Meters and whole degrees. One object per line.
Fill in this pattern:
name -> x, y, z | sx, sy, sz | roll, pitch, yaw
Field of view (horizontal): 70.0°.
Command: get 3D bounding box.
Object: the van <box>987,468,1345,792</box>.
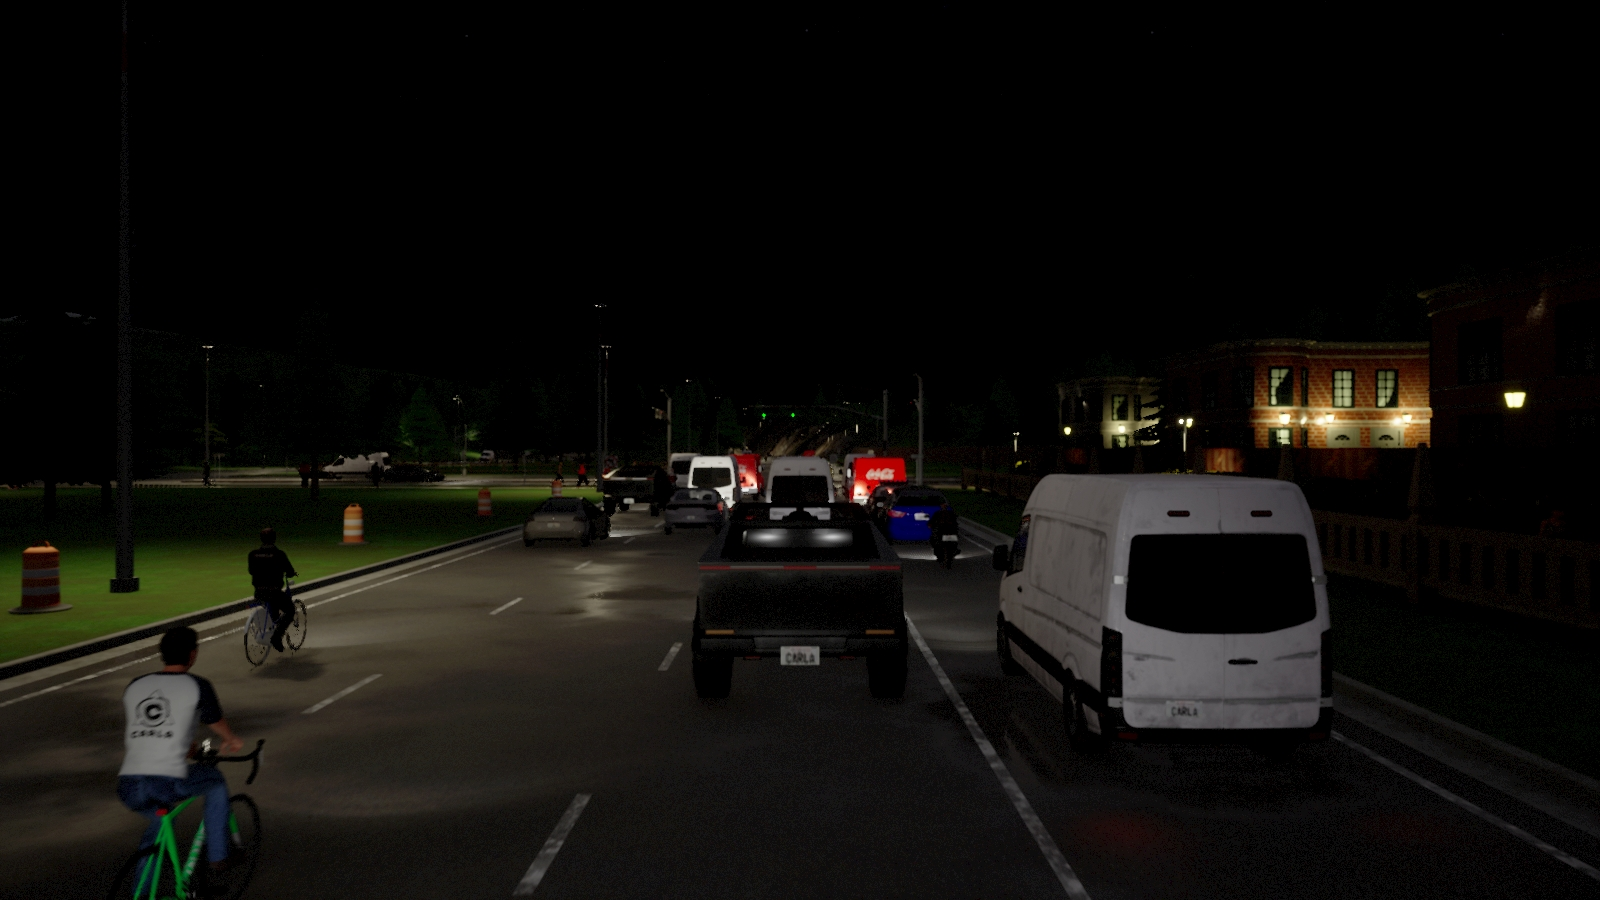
van -> 3.496, 1.528, 12.371 | 1.988, 2.561, 5.915 | 0, 0, 0

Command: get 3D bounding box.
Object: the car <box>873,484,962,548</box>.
car -> 3.500, 1.950, 34.794 | 2.242, 1.667, 4.611 | 0, 0, 0

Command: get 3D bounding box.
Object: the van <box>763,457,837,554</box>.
van -> -0.003, 1.518, 33.661 | 1.988, 2.561, 5.915 | 0, 0, 0

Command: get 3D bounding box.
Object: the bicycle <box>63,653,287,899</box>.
bicycle -> -3.499, 2.052, 6.541 | 0.373, 1.496, 1.643 | 0, 0, 0

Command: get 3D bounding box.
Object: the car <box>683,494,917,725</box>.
car -> 0.001, 1.746, 14.765 | 2.390, 2.098, 6.274 | 0, 0, 0

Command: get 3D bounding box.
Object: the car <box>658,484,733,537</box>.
car -> -3.493, 2.015, 39.134 | 2.097, 1.535, 5.006 | 0, 0, 0

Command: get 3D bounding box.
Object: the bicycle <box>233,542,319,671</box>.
bicycle -> -7.001, 2.052, 15.343 | 0.329, 1.471, 1.835 | 0, 0, 0

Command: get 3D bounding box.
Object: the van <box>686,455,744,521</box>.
van -> -3.504, 1.511, 48.053 | 1.988, 2.561, 5.915 | 0, 0, 0

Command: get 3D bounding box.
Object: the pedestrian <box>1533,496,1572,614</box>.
pedestrian -> 12.151, 1.686, 18.449 | 0.375, 1.860, 0.375 | 0, 0, 1

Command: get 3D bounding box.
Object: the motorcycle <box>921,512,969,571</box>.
motorcycle -> 3.501, 2.191, 27.761 | 0.867, 1.251, 2.209 | 0, 0, 0

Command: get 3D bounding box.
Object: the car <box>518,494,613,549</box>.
car -> -6.999, 2.102, 34.497 | 1.994, 1.385, 4.181 | 0, 0, 0

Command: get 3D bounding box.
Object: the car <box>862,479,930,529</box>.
car -> 3.501, 1.961, 42.680 | 2.097, 1.638, 5.238 | 0, 0, 0
